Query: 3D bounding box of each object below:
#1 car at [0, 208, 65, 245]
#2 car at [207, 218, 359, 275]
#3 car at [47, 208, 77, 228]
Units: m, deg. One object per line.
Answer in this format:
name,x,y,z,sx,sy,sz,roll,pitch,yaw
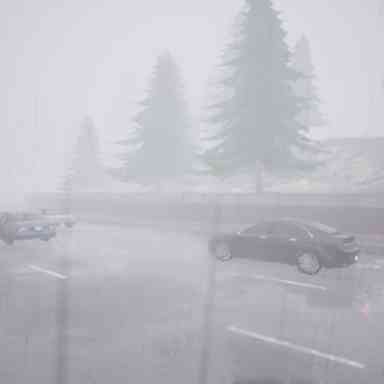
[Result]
car,-8.440,1.626,16.075,5.357,1.411,2.033,0,-1,44
car,2.755,1.610,10.918,4.892,1.490,1.837,0,0,39
car,-9.554,1.720,22.160,1.895,1.301,4.718,1,-1,-44
